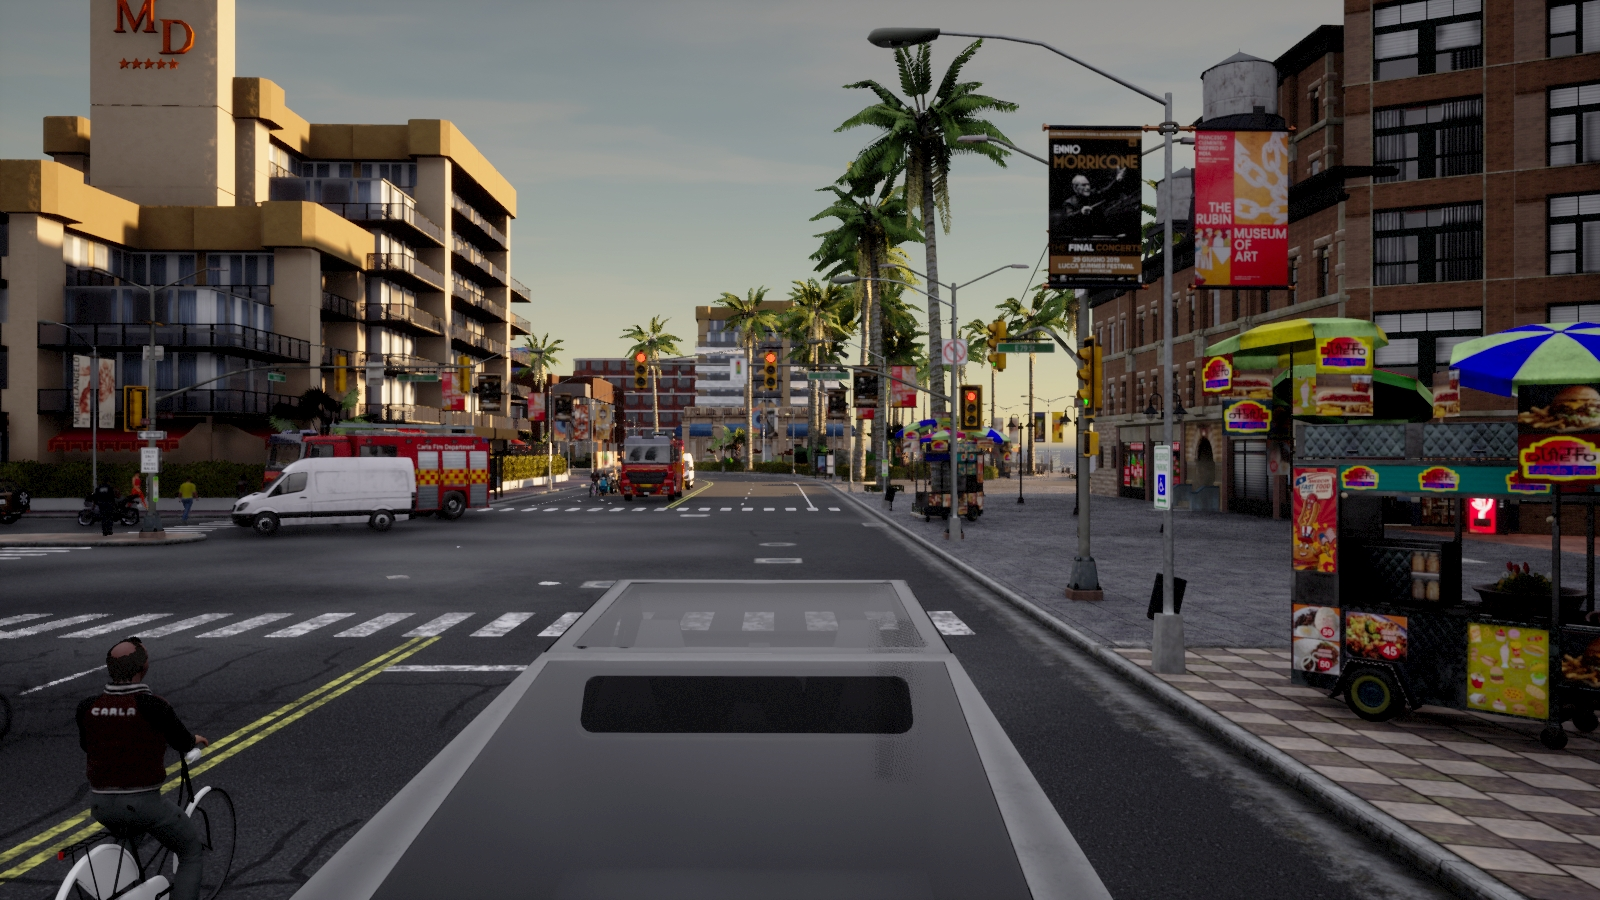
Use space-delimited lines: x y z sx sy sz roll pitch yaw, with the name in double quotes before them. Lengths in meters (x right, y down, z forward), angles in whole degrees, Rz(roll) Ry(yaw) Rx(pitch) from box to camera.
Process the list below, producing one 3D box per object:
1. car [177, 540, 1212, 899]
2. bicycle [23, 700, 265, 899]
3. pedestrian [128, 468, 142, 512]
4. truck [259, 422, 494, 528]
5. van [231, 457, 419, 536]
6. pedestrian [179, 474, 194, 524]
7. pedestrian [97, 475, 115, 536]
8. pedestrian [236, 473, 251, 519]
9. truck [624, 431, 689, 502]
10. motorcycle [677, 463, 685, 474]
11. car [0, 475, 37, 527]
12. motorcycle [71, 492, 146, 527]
"car" -0.214 1.754 5.773 2.390 2.098 6.274 0 0 1
"bicycle" -3.625 2.210 6.485 0.329 1.171 1.835 0 0 0
"pedestrian" -28.451 1.696 48.898 0.375 1.860 0.375 0 0 6
"truck" -16.585 0.890 45.386 2.891 3.827 8.468 0 0 40
"van" -16.496 1.535 39.798 5.915 2.561 1.988 0 0 -27
"pedestrian" -23.080 1.848 42.994 0.375 1.860 0.375 0 0 -2
"pedestrian" -21.290 1.704 35.052 0.375 1.860 0.375 0 0 -14
"pedestrian" -22.366 1.848 45.907 0.375 1.860 0.375 0 0 8
"truck" -8.113 0.890 65.657 2.891 3.827 8.468 0 0 -1
"motorcycle" -14.189 2.182 136.549 0.856 1.236 1.805 0 0 -1
"car" -31.074 1.864 42.073 4.605 1.855 1.932 0 0 -2
"motorcycle" -25.598 2.205 42.324 2.209 1.251 0.867 0 0 -5
